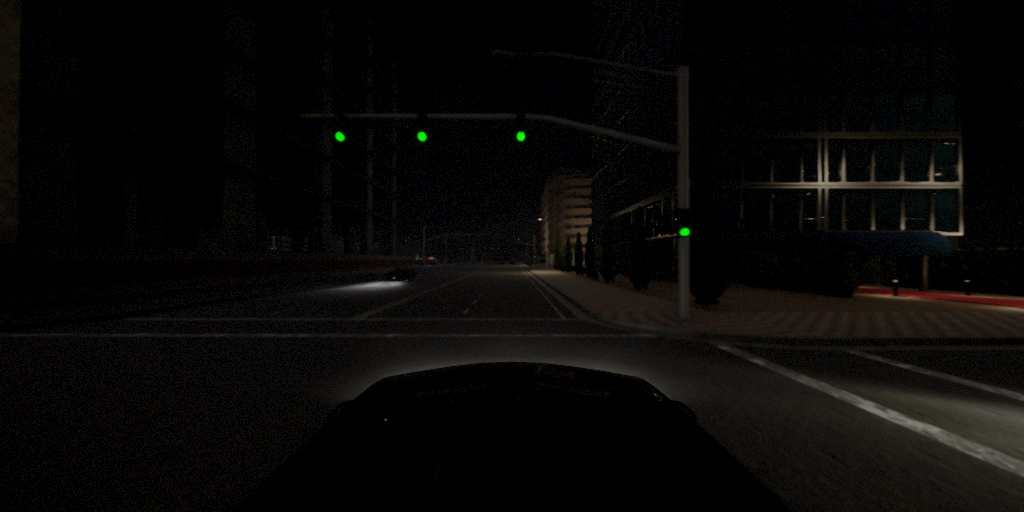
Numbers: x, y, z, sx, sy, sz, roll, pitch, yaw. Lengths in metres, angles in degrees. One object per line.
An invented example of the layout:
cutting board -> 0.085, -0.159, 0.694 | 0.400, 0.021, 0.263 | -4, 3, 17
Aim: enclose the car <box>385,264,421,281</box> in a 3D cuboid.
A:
car -> -10.495, 1.647, 34.169 | 1.895, 1.301, 4.718 | 0, 0, 0
